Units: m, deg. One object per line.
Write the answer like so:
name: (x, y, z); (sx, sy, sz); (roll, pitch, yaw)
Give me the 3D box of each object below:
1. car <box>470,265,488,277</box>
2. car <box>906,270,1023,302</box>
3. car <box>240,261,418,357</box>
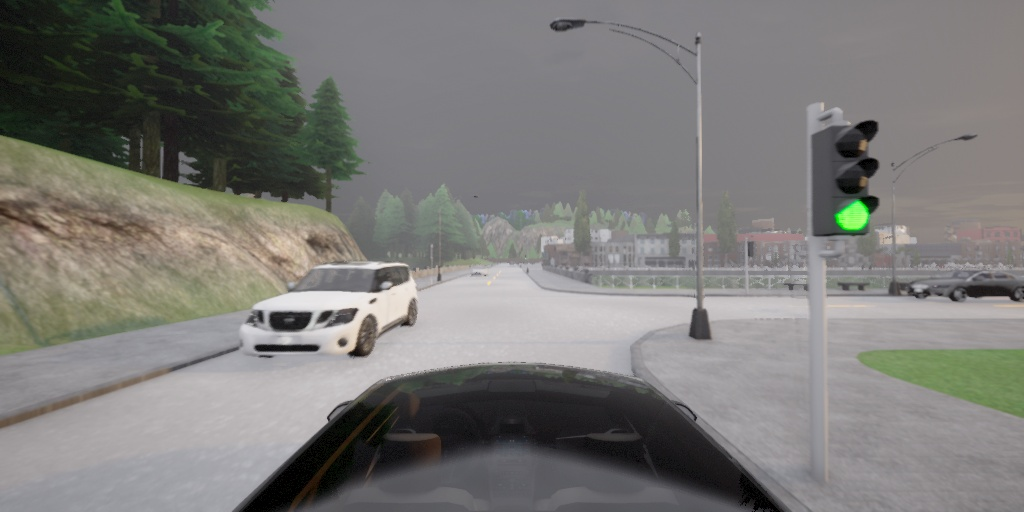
car: (-3.979, 1.848, 43.806); (1.812, 1.442, 4.674); (0, 0, 0)
car: (22.594, 1.439, 17.772); (4.902, 1.511, 2.128); (0, -1, 0)
car: (-3.997, 1.161, 9.098); (2.150, 2.045, 5.566); (0, -1, 0)
